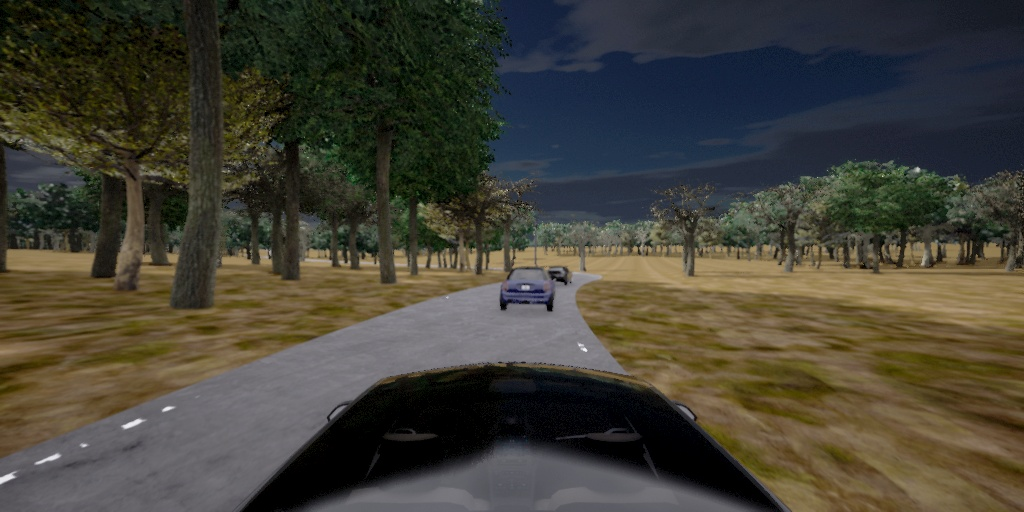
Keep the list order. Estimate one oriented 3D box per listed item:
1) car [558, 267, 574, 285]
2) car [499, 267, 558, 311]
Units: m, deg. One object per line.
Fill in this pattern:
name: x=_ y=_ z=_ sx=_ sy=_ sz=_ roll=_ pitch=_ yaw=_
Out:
car: x=4.004 y=1.625 z=30.255 sx=1.837 sy=1.490 sz=4.892 roll=1 pitch=-1 yaw=17
car: x=0.813 y=1.240 z=15.604 sx=2.097 sy=1.767 sz=4.553 roll=0 pitch=-1 yaw=8
